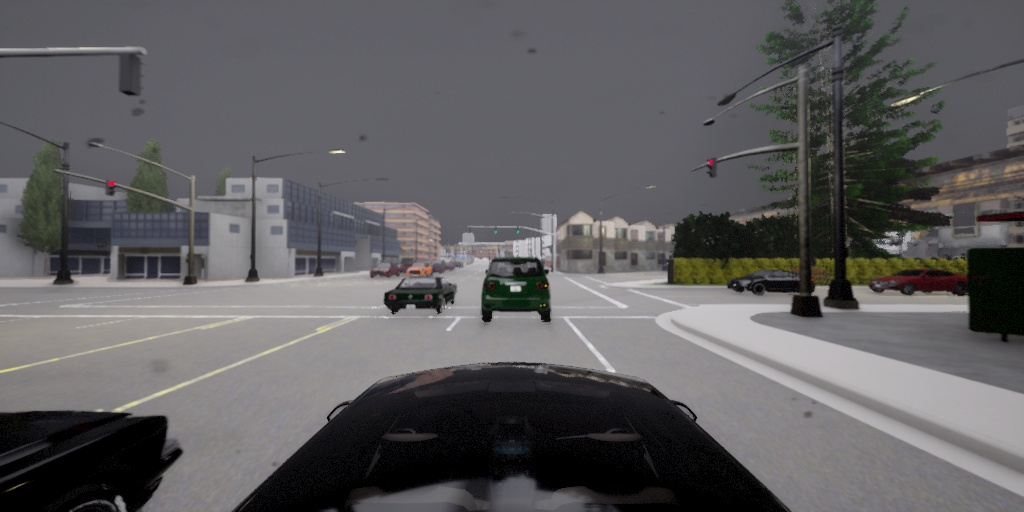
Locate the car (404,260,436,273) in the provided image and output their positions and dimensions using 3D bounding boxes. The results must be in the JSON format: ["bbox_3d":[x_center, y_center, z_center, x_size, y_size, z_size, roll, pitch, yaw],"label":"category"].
[{"bbox_3d":[-10.574,1.505,41.230,2.097,1.767,4.553,0,-1,0],"label":"car"}]

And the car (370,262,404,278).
[{"bbox_3d":[-14.079,1.491,39.924,2.097,1.767,4.553,0,-1,0],"label":"car"}]

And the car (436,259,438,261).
[{"bbox_3d":[-14.014,1.670,58.604,1.882,1.535,5.008,0,0,0],"label":"car"}]

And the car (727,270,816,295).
[{"bbox_3d":[14.775,1.473,20.577,4.181,1.385,1.994,0,-1,0],"label":"car"}]

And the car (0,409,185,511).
[{"bbox_3d":[-3.401,1.346,0.513,1.895,1.301,4.718,0,0,0],"label":"car"}]

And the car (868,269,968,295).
[{"bbox_3d":[23.273,1.439,20.500,4.674,1.442,1.812,0,-1,1],"label":"car"}]

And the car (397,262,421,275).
[{"bbox_3d":[-14.065,1.699,49.141,1.882,1.535,5.008,0,0,0],"label":"car"}]

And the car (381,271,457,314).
[{"bbox_3d":[-3.398,1.442,14.292,1.895,1.301,4.718,0,-1,0],"label":"car"}]

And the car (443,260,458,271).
[{"bbox_3d":[-10.523,1.795,58.584,1.895,1.301,4.718,0,0,0],"label":"car"}]

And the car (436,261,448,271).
[{"bbox_3d":[-10.571,1.787,49.837,1.994,1.385,4.181,0,0,-1],"label":"car"}]

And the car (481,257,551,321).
[{"bbox_3d":[0.193,1.046,12.917,2.150,2.045,5.566,0,0,2],"label":"car"}]
